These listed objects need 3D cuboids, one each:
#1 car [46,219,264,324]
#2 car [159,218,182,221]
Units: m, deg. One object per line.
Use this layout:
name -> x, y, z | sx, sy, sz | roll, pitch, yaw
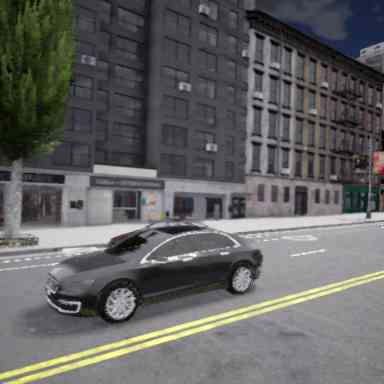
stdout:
car -> -0.545, 1.531, 7.286 | 4.892, 1.490, 1.837 | 0, 0, -35
car -> -0.695, 1.606, 11.168 | 4.181, 1.385, 1.994 | 1, 0, -35
